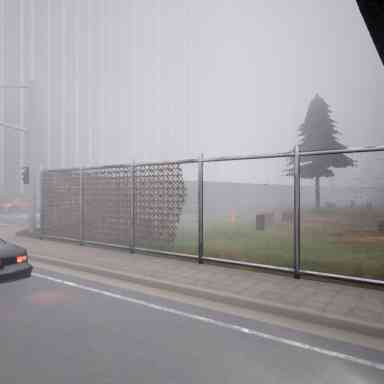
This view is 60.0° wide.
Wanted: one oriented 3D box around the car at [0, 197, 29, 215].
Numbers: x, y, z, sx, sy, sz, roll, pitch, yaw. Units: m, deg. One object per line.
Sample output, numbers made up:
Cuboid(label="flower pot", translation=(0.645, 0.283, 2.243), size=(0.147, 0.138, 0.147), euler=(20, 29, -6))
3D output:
Cuboid(label="car", translation=(-17.115, 1.296, 33.746), size=(2.097, 1.767, 4.553), euler=(0, 0, 36))

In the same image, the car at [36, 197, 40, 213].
Cuboid(label="car", translation=(-13.095, 1.508, 33.347), size=(1.994, 1.385, 4.181), euler=(0, 0, 36))

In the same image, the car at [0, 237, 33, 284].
Cuboid(label="car", translation=(-6.207, 1.547, 8.397), size=(5.357, 1.411, 2.033), euler=(0, 0, 35))
